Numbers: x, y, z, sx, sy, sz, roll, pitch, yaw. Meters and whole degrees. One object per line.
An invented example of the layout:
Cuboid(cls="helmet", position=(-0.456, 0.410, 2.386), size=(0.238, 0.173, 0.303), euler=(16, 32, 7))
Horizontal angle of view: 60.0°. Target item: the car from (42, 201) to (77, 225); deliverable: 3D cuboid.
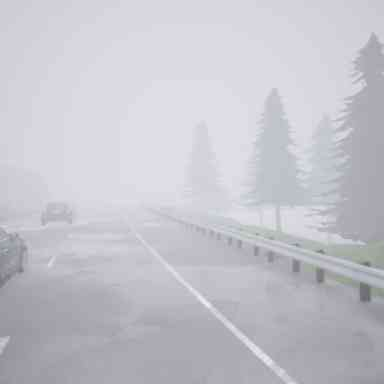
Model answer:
Cuboid(cls="car", position=(-10.200, 1.514, 25.849), size=(2.097, 1.767, 4.553), euler=(-1, 0, -14))

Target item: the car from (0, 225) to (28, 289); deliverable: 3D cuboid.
Cuboid(cls="car", position=(-5.417, 1.439, 7.944), size=(2.097, 1.767, 4.553), euler=(-1, 0, -17))
